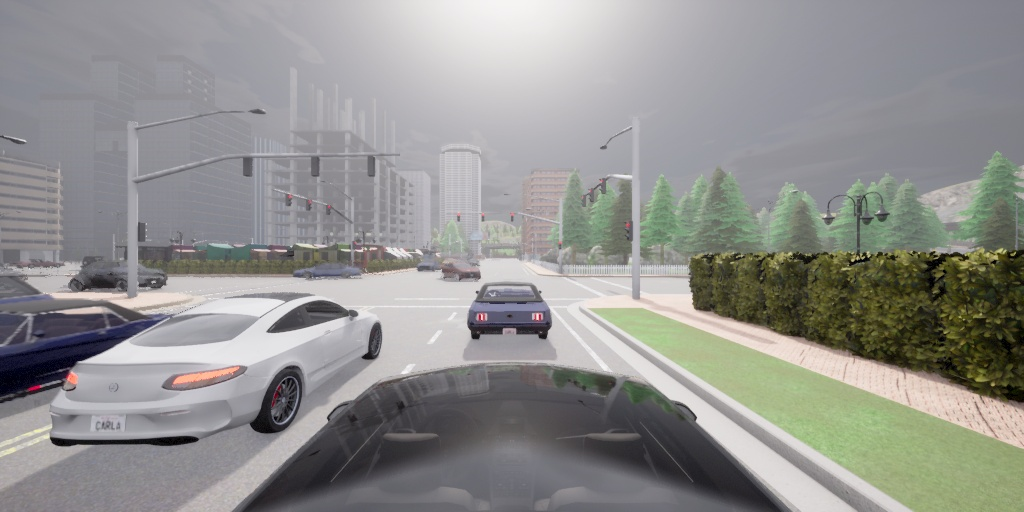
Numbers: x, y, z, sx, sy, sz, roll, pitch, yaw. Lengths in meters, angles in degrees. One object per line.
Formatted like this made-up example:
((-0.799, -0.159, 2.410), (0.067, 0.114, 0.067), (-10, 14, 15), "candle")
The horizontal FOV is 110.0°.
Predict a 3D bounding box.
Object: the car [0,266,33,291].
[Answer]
((-32.088, 1.297, 21.032), (5.357, 1.411, 2.033), (0, 0, 1), "car")

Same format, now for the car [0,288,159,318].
((-7.159, 1.351, 4.949), (1.895, 1.301, 4.718), (0, 0, -1), "car")

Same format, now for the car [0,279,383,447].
((-3.506, 1.276, 5.389), (1.812, 1.442, 4.674), (0, 0, -1), "car")

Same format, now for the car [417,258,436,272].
((-10.588, 1.101, 45.542), (2.097, 1.767, 4.553), (0, 0, 0), "car")

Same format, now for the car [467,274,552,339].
((-0.092, 1.351, 9.997), (1.895, 1.301, 4.718), (0, 0, -1), "car")

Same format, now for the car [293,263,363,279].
((-15.937, 1.297, 31.319), (5.357, 1.411, 2.033), (0, 0, -22), "car")

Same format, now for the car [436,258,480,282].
((-4.342, 1.228, 29.563), (1.882, 1.535, 5.008), (-1, 1, -31), "car")

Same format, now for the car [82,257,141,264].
((-26.340, 1.102, 24.381), (4.553, 1.767, 2.097), (0, 0, 2), "car")

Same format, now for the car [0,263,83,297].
((-10.671, 1.102, 5.742), (2.097, 1.767, 4.553), (0, 0, -1), "car")

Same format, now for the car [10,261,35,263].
((-36.547, 1.256, 24.656), (4.892, 1.490, 1.837), (0, 0, 2), "car")

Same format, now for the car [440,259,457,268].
((-10.547, 1.227, 60.020), (1.882, 1.535, 5.008), (0, 0, 0), "car")

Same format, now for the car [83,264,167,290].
((-22.720, 1.314, 20.782), (4.181, 1.385, 1.994), (0, 0, 1), "car")
